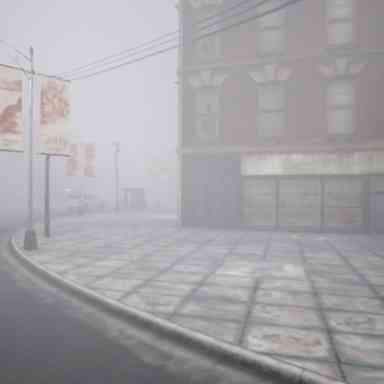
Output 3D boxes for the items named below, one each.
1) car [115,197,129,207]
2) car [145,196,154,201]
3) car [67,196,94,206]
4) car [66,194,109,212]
[{"bbox_3d":[-10.236,1.628,52.546,1.837,1.490,4.892,0,0,19],"label":"car"},{"bbox_3d":[-12.859,1.832,91.436,1.895,1.301,4.718,0,0,15],"label":"car"},{"bbox_3d":[-19.152,1.569,57.168,1.882,1.535,5.008,0,0,16],"label":"car"},{"bbox_3d":[-12.959,1.289,40.845,2.150,2.045,5.566,0,-1,19],"label":"car"}]
